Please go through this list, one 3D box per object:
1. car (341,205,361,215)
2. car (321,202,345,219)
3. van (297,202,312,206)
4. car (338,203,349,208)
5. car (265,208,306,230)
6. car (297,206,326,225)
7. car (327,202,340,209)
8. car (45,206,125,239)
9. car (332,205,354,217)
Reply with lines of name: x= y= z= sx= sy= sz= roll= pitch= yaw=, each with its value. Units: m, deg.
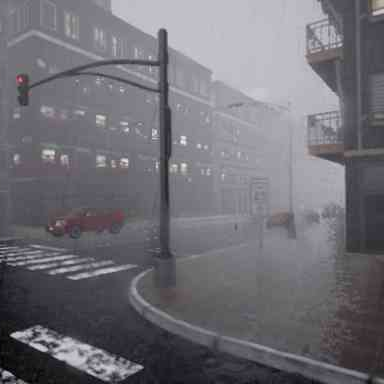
car: x=23.232 y=2.644 z=48.574 sx=1.947 sy=1.339 sz=4.313 roll=-2 pitch=-2 yaw=35
car: x=16.716 y=2.309 z=39.260 sx=1.967 sy=1.590 sz=4.097 roll=-2 pitch=-2 yaw=35
van: x=19.610 y=2.640 z=57.970 sx=1.690 sy=1.788 sz=3.998 roll=-2 pitch=-2 yaw=35
car: x=39.152 y=3.502 z=85.912 sx=1.947 sy=1.339 sz=4.313 roll=-2 pitch=-2 yaw=35
car: x=6.949 y=2.137 z=25.281 sx=1.802 sy=1.307 sz=4.206 roll=-2 pitch=-2 yaw=35
car: x=10.205 y=2.210 z=29.941 sx=2.008 sy=1.369 sz=4.403 roll=-2 pitch=-2 yaw=35
car: x=32.637 y=3.163 z=76.599 sx=1.967 sy=1.590 sz=4.097 roll=-2 pitch=-2 yaw=35
car: x=-6.444 y=1.779 z=20.704 sx=2.192 sy=1.841 sz=5.009 roll=-2 pitch=-2 yaw=35
car: x=20.073 y=2.502 z=44.056 sx=1.752 sy=1.417 sz=4.829 roll=-2 pitch=-2 yaw=35
